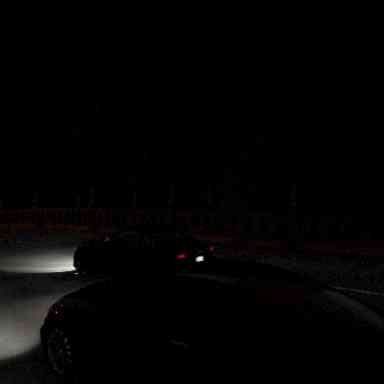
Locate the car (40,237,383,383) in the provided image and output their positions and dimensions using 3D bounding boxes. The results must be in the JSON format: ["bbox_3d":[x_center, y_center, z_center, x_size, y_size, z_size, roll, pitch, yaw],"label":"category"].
[{"bbox_3d":[0.168,1.549,3.872,4.674,1.442,1.812,-1,0,36],"label":"car"}]

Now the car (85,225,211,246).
[{"bbox_3d":[-1.431,1.640,9.313,4.181,1.385,1.994,-1,0,35],"label":"car"}]
